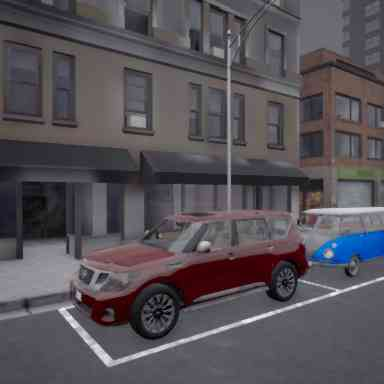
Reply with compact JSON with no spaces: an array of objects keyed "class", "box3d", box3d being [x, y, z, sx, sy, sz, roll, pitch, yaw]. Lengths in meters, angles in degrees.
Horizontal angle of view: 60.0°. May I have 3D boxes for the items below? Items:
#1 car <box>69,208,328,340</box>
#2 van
[{"class":"car","box3d":[0.253,1.314,6.715,5.009,1.841,2.192,0,0,-35]},{"class":"van","box3d":[4.732,1.339,9.909,3.998,1.788,1.690,0,0,-36]}]
